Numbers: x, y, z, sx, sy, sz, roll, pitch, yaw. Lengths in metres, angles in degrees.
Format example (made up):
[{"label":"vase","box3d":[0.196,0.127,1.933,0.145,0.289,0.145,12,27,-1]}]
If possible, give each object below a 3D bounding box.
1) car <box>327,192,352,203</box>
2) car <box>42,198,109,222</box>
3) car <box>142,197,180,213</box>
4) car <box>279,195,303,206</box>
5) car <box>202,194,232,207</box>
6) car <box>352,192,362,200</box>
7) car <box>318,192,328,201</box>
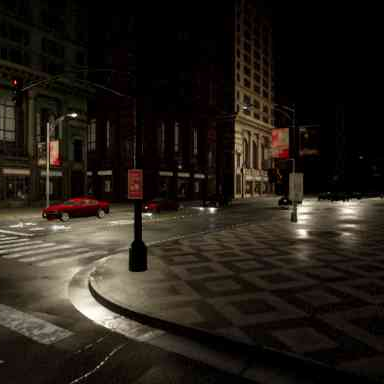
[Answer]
[{"label":"car","box3d":[22.408,0.834,50.329,1.812,1.442,4.674,0,1,36]},{"label":"car","box3d":[-8.350,1.231,24.221,1.882,1.535,5.008,0,1,35]},{"label":"car","box3d":[-2.982,1.199,31.769,1.994,1.385,4.181,0,1,36]},{"label":"car","box3d":[12.497,1.014,41.994,1.994,1.385,4.181,0,1,35]},{"label":"car","box3d":[3.054,1.009,40.252,1.837,1.490,4.892,0,1,36]},{"label":"car","box3d":[29.565,0.675,60.404,1.812,1.442,4.674,0,1,35]},{"label":"car","box3d":[22.953,0.713,56.699,2.128,1.511,4.902,0,1,35]}]
